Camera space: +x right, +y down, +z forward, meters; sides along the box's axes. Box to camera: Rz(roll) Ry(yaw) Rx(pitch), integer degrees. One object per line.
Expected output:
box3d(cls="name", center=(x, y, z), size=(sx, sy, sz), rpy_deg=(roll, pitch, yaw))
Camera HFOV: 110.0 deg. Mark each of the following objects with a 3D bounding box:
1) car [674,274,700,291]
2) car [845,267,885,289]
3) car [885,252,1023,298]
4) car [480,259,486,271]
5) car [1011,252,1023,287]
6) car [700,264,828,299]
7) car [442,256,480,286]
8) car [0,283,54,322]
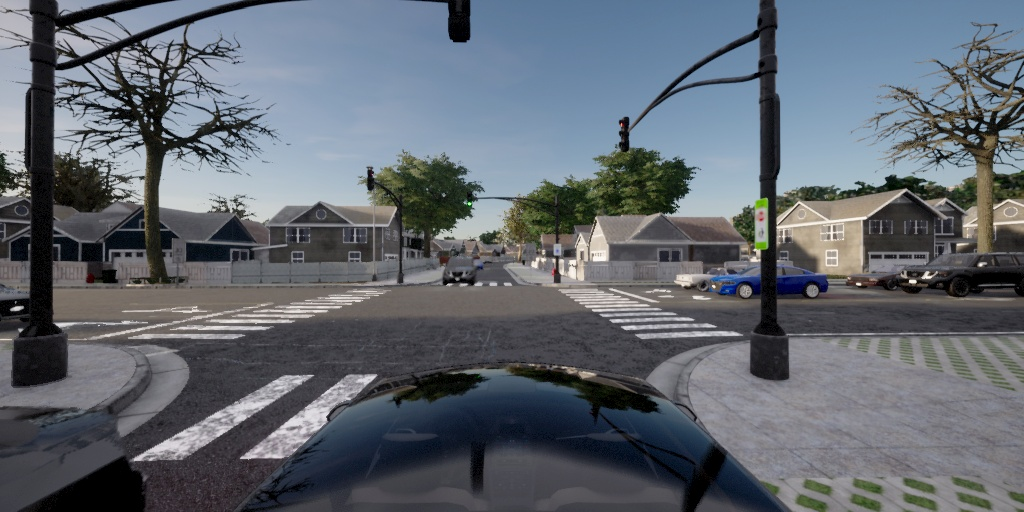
box3d(cls="car", center=(11.795, 1.307, 20.211), size=(4.718, 1.301, 1.895), rpy_deg=(0, 0, -2))
box3d(cls="car", center=(22.400, 1.196, 20.491), size=(5.357, 1.411, 2.033), rpy_deg=(0, 0, -1))
box3d(cls="car", center=(21.943, 0.850, 17.233), size=(5.566, 2.045, 2.150), rpy_deg=(0, 0, -1))
box3d(cls="car", center=(-4.964, 1.245, 49.609), size=(1.882, 1.535, 5.008), rpy_deg=(0, 1, -3))
box3d(cls="car", center=(33.117, 0.768, 20.767), size=(5.566, 2.045, 2.150), rpy_deg=(-1, 0, -1))
box3d(cls="car", center=(12.007, 1.160, 16.965), size=(5.008, 1.535, 1.882), rpy_deg=(0, 0, -2))
box3d(cls="car", center=(-3.682, 1.071, 25.968), size=(2.150, 2.045, 5.566), rpy_deg=(0, 1, -3))
box3d(cls="car", center=(-15.228, 1.226, 9.538), size=(4.181, 1.385, 1.994), rpy_deg=(0, 0, -2))
